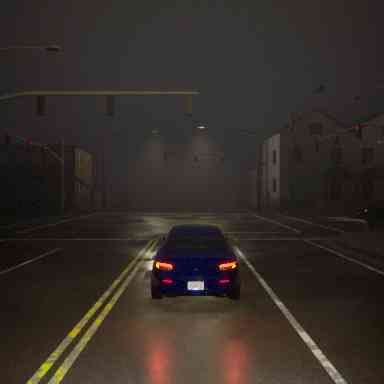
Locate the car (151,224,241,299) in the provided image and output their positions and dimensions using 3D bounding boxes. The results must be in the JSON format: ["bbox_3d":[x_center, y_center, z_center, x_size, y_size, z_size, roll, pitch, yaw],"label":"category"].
[{"bbox_3d":[0.086,1.526,8.304,1.812,1.442,4.674,0,0,0],"label":"car"}]

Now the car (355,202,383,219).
[{"bbox_3d":[16.305,1.526,28.033,4.674,1.442,1.812,0,0,-1],"label":"car"}]
